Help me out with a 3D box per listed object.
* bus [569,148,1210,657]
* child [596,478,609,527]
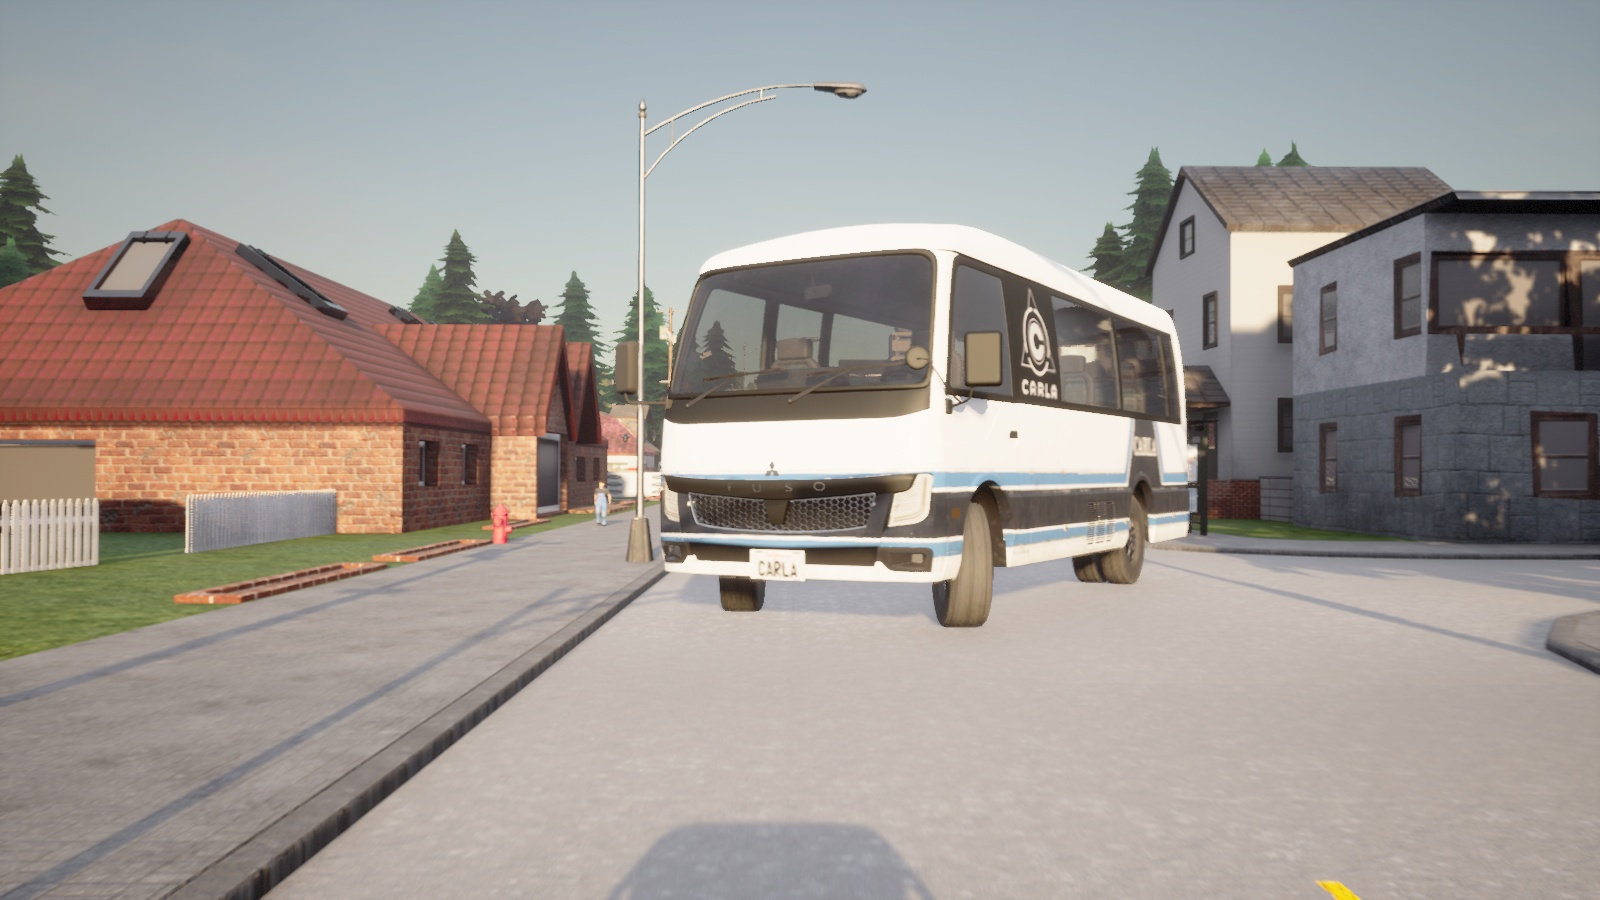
[{"bbox_3d":[2.007,-0.303,15.924,3.944,4.253,10.273,-1,-1,30],"label":"bus"},{"bbox_3d":[-5.165,1.374,32.814,0.270,1.263,0.437,0,-1,-2],"label":"child"}]
